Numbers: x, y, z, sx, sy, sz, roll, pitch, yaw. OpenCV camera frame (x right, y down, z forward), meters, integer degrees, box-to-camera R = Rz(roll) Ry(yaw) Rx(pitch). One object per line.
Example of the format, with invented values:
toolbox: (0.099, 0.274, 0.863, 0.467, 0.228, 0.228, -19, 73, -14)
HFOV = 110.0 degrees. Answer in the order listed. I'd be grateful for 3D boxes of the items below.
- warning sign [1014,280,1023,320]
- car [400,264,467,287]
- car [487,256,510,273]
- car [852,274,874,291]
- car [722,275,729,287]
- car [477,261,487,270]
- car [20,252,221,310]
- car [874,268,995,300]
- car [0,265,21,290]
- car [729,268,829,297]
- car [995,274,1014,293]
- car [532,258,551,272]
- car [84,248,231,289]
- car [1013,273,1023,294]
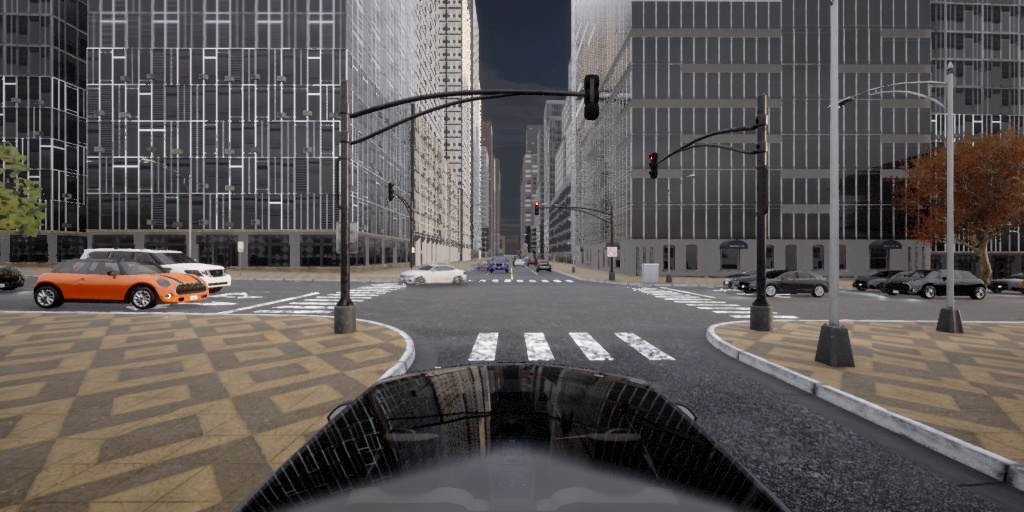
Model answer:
warning sign: (17.279, 1.204, 11.527, 1.060, 1.860, 1.300, 0, 0, -3)
car: (-5.246, 1.265, 24.481, 4.674, 1.442, 1.812, 2, 1, -40)
car: (-1.515, 0.986, 43.250, 2.150, 2.045, 5.566, 0, 0, -1)
car: (26.281, 1.751, 24.651, 4.892, 1.490, 1.837, 1, 0, -3)
car: (16.897, 1.570, 24.223, 4.902, 1.511, 2.128, 1, 0, -3)
car: (-4.001, 1.343, 50.833, 1.802, 1.307, 4.207, 0, 0, 0)
car: (-13.727, 0.876, 12.856, 4.553, 1.767, 2.097, 1, 0, -3)
car: (24.979, 1.576, 21.337, 4.553, 1.767, 2.097, 1, 0, -3)
car: (-24.623, 0.675, 15.615, 4.553, 1.767, 2.097, 1, 0, -3)
car: (15.808, 1.564, 20.930, 4.892, 1.490, 1.837, 1, 0, -4)
car: (36.439, 1.933, 25.108, 4.892, 1.490, 1.837, 1, 0, -2)
car: (3.949, 1.329, 45.336, 1.948, 1.339, 4.313, 0, 0, 0)
car: (-15.928, 0.704, 16.009, 5.566, 2.045, 2.150, 1, 0, -3)
car: (34.564, 1.943, 21.772, 5.357, 1.411, 2.033, 1, 0, -2)
